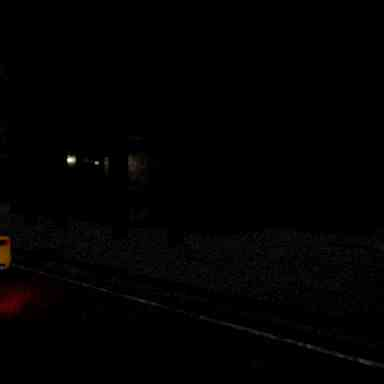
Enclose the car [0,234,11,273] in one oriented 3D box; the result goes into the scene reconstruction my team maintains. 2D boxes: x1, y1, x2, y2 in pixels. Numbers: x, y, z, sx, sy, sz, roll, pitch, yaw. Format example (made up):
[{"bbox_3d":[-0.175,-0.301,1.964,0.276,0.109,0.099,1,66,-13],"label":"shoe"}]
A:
[{"bbox_3d":[-6.933,1.428,9.234,5.008,1.535,1.882,0,0,37],"label":"car"}]
